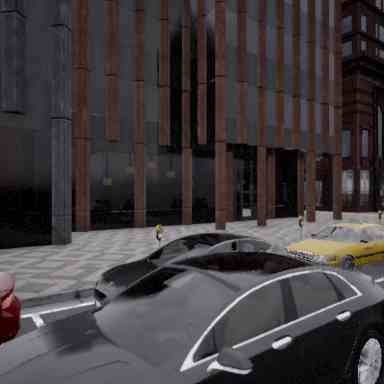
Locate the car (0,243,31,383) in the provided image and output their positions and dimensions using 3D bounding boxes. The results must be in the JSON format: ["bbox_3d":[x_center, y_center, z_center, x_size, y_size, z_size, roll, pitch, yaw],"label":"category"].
[{"bbox_3d":[-4.357,1.545,3.547,4.507,1.381,1.887,0,0,-35],"label":"car"}]

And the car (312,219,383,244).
[{"bbox_3d":[4.695,1.526,9.976,4.829,1.417,1.752,0,0,-35],"label":"car"}]

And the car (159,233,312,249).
[{"bbox_3d":[0.238,1.566,6.811,4.313,1.339,1.947,0,0,-35],"label":"car"}]

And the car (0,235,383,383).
[{"bbox_3d":[0.315,1.504,3.599,4.892,1.490,1.837,0,0,-35],"label":"car"}]
